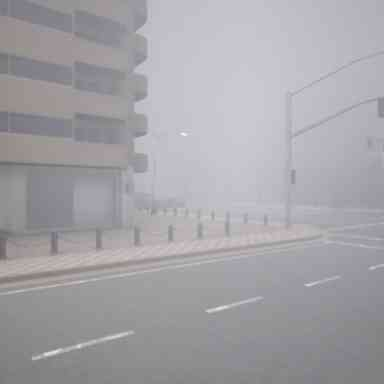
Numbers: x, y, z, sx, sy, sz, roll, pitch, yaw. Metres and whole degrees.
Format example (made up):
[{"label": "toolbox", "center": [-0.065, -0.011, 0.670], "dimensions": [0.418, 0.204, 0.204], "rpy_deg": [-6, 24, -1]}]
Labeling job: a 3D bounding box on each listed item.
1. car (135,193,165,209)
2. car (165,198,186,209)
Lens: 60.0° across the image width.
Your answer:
[{"label": "car", "center": [-6.154, 1.154, 43.592], "dimensions": [2.150, 2.045, 5.566], "rpy_deg": [0, 0, -35]}, {"label": "car", "center": [-2.619, 1.494, 44.647], "dimensions": [1.994, 1.385, 4.181], "rpy_deg": [0, 0, -35]}]
